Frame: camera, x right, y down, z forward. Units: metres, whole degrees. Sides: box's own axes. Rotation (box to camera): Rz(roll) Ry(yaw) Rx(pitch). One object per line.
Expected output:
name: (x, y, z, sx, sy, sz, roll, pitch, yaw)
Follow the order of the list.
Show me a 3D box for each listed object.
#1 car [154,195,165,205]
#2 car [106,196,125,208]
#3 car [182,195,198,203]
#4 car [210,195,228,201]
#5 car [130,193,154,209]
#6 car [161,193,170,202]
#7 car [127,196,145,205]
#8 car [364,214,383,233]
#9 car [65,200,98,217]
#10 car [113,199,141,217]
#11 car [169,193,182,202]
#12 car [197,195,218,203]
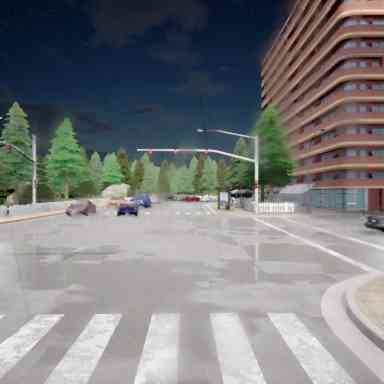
car: (-6.649, 1.600, 59.179, 1.895, 1.301, 4.718, 0, 0, 5)
car: (-10.483, 1.352, 46.382, 2.097, 1.767, 4.553, 0, 0, 1)
car: (0.359, 1.478, 72.444, 1.882, 1.535, 5.008, 0, 0, 26)
car: (6.723, 1.524, 81.955, 1.812, 1.442, 4.674, 0, 0, 44)
car: (-7.008, 1.215, 46.067, 2.150, 2.045, 5.566, 0, 1, 0)
car: (-5.976, 1.222, 75.460, 2.150, 2.045, 5.566, 0, 0, 23)
car: (-10.025, 1.477, 59.957, 1.882, 1.535, 5.008, 0, 0, 5)
car: (12.243, 1.603, 17.932, 5.357, 1.411, 2.033, 0, 0, -2)
car: (-10.556, 1.525, 32.033, 1.812, 1.442, 4.674, 0, 0, 0)
car: (-6.084, 1.608, 31.285, 1.895, 1.301, 4.718, 0, 0, -10)
car: (-2.477, 1.354, 74.702, 2.097, 1.767, 4.553, 0, 0, 26)
car: (3.544, 1.597, 70.901, 1.895, 1.301, 4.718, 0, 0, 26)
